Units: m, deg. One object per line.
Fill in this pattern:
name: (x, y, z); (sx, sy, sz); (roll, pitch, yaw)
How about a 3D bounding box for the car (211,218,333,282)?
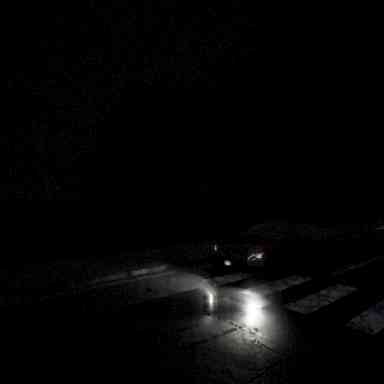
car: (2.630, 1.570, 10.137); (4.674, 1.442, 1.812); (1, 1, -43)
